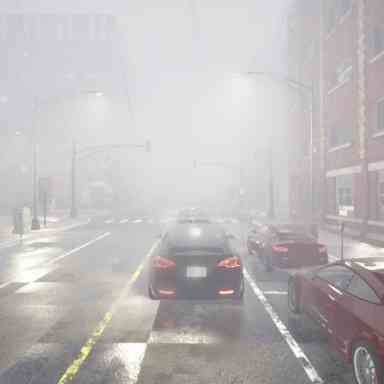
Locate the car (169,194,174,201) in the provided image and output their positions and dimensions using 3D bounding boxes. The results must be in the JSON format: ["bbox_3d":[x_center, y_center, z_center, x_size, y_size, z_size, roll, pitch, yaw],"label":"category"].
[{"bbox_3d":[-5.835,1.607,76.604,1.802,1.307,4.206,1,0,0],"label":"car"}]

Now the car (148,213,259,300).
[{"bbox_3d":[0.083,1.506,8.414,2.163,1.488,4.792,0,0,0],"label":"car"}]

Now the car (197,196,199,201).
[{"bbox_3d":[2.534,1.573,82.236,1.887,1.381,4.507,1,0,0],"label":"car"}]

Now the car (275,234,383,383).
[{"bbox_3d":[2.658,1.583,4.716,1.802,1.307,4.206,1,0,0],"label":"car"}]

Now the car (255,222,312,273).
[{"bbox_3d":[2.816,1.585,10.372,1.802,1.307,4.206,1,0,0],"label":"car"}]

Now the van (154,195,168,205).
[{"bbox_3d":[-5.797,1.359,59.648,1.690,1.788,3.998,1,0,0],"label":"van"}]

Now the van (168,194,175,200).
[{"bbox_3d":[-5.866,1.375,93.561,1.690,1.788,3.998,1,0,0],"label":"van"}]

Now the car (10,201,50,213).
[{"bbox_3d":[-18.790,1.730,38.711,4.313,1.339,1.947,0,-1,0],"label":"car"}]

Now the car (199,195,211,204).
[{"bbox_3d":[2.580,1.544,59.796,1.752,1.417,4.829,1,0,0],"label":"car"}]

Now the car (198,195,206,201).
[{"bbox_3d":[2.522,1.597,87.887,1.947,1.339,4.313,1,0,0],"label":"car"}]

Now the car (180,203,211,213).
[{"bbox_3d":[0.065,1.552,17.686,2.033,1.411,5.357,0,0,-1],"label":"car"}]

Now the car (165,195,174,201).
[{"bbox_3d":[-5.858,1.582,87.909,2.008,1.369,4.403,1,0,0],"label":"car"}]

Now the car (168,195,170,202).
[{"bbox_3d":[-5.812,1.602,65.300,1.802,1.307,4.206,1,0,0],"label":"car"}]
